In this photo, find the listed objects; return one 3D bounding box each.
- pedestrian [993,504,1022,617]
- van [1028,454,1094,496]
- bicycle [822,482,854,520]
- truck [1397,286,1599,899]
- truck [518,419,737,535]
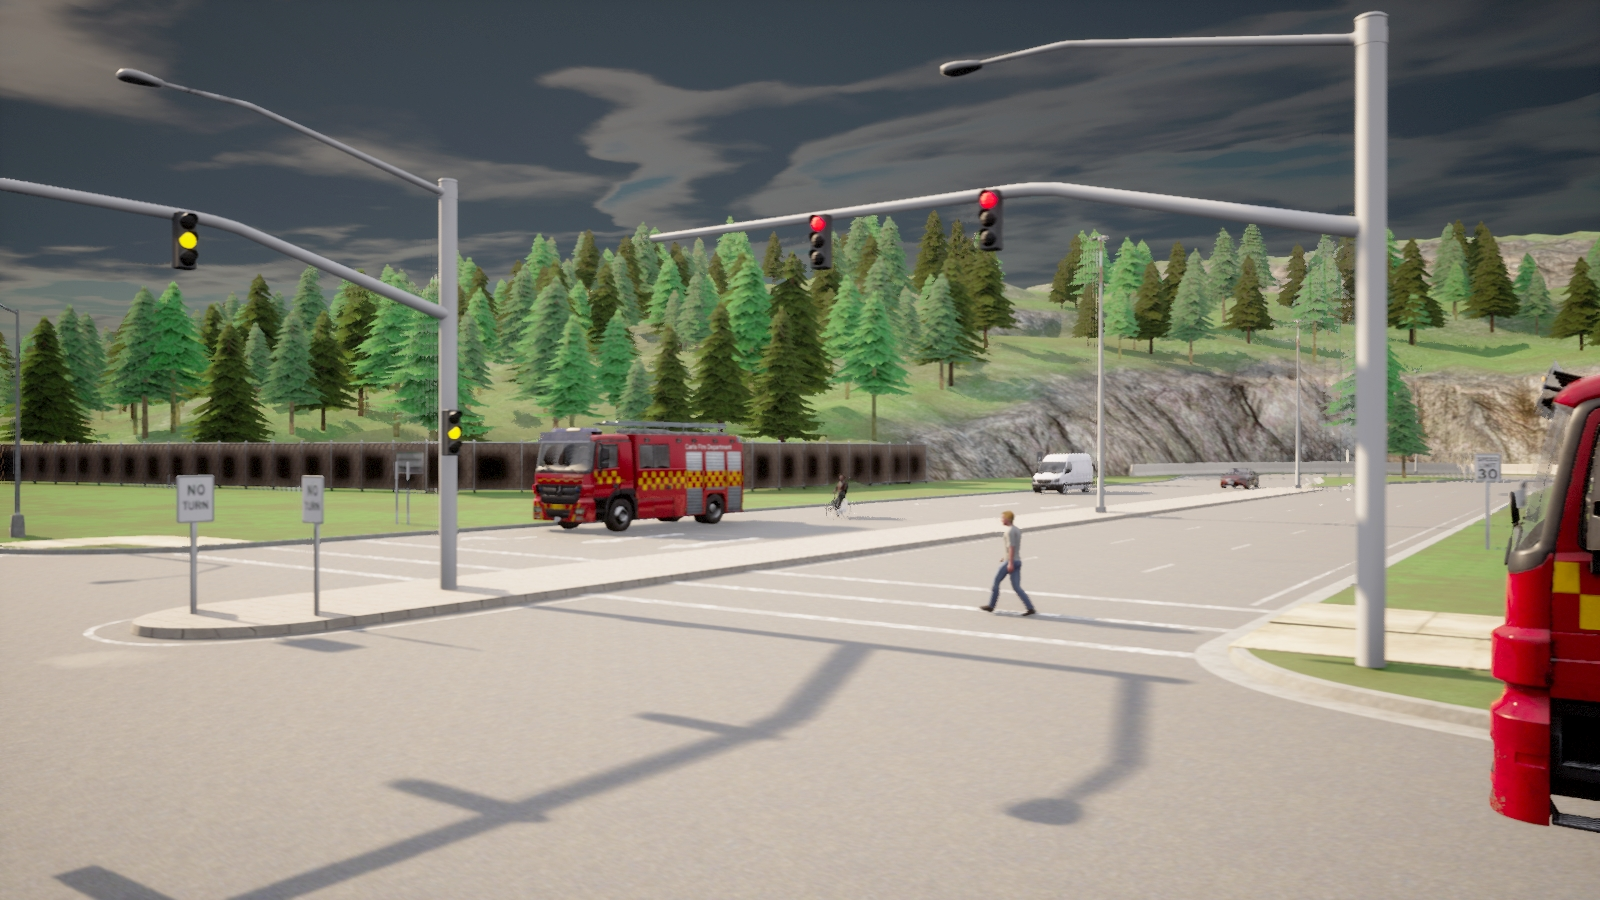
[{"bbox_3d":[3.501,1.848,19.266,0.375,1.860,0.375,0,0,33],"label":"pedestrian"},{"bbox_3d":[16.883,1.534,73.625,1.988,2.561,5.915,0,0,36],"label":"van"},{"bbox_3d":[1.534,2.060,46.178,0.329,1.471,1.835,0,0,35],"label":"bicycle"},{"bbox_3d":[8.358,0.891,6.510,8.468,3.827,2.891,0,0,35],"label":"truck"},{"bbox_3d":[-6.083,0.891,41.960,2.891,3.827,8.468,0,0,36],"label":"truck"}]
